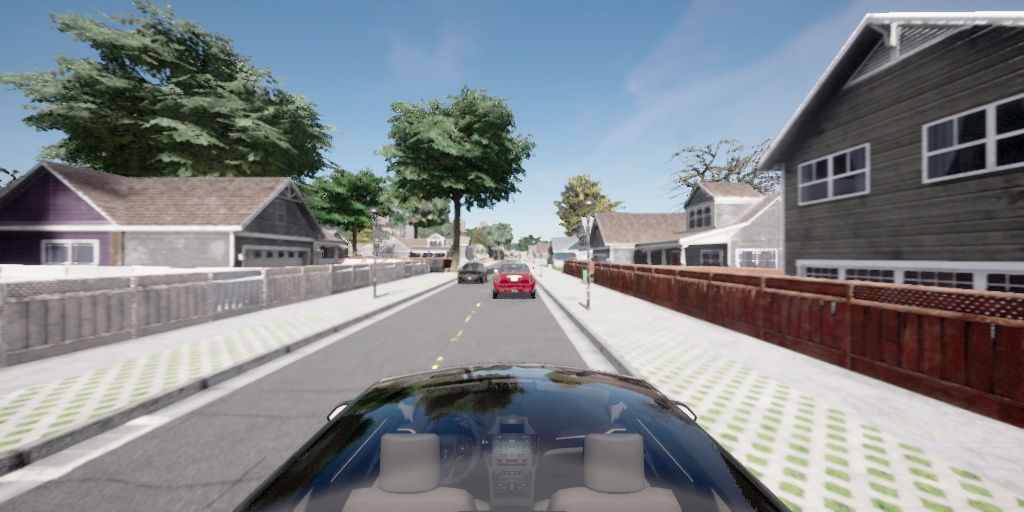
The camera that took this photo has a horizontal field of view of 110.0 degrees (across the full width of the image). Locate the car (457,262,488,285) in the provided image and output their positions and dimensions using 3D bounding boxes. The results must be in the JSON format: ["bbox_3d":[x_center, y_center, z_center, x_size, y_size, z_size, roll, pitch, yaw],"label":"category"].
[{"bbox_3d":[-2.837,1.223,26.624,1.882,1.535,5.008,0,0,0],"label":"car"}]

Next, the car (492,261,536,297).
[{"bbox_3d":[0.109,1.097,18.814,2.097,1.767,4.553,0,0,0],"label":"car"}]
